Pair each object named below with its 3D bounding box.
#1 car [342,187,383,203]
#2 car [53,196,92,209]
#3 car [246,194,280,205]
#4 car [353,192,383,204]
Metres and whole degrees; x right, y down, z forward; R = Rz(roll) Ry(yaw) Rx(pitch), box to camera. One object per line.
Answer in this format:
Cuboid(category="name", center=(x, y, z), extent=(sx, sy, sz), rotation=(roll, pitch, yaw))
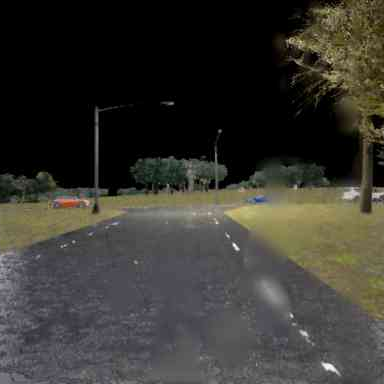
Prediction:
Cuboid(category="car", center=(22.363, 0.403, 42.916), extent=(5.566, 2.045, 2.150), rotation=(-1, -2, -1))
Cuboid(category="car", center=(-15.186, 1.248, 42.442), extent=(4.553, 1.767, 2.097), rotation=(-1, -2, 0))
Cuboid(category="car", center=(10.588, 1.136, 49.684), extent=(5.008, 1.535, 1.882), rotation=(-1, -2, -1))
Cuboid(category="car", center=(27.181, 0.881, 49.988), extent=(4.892, 1.490, 1.837), rotation=(-3, -2, -1))
